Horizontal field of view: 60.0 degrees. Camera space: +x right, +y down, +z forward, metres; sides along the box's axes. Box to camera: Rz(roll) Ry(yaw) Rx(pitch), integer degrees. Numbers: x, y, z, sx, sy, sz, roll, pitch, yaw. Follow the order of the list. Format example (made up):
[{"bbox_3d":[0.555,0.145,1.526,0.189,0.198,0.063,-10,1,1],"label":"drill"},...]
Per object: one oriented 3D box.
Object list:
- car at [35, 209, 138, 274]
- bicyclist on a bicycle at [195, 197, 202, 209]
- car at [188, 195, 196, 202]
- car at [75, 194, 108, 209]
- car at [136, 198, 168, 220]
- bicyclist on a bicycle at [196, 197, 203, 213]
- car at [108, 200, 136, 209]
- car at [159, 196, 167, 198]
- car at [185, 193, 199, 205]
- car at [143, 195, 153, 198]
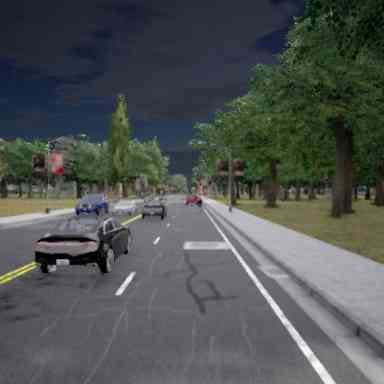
[{"bbox_3d":[-3.151,1.498,10.540,2.128,1.511,4.902,0,0,0],"label":"car"},{"bbox_3d":[0.910,1.472,44.967,0.866,1.612,1.509,0,0,0],"label":"bicyclist on a bicycle"},{"bbox_3d":[-0.001,1.541,76.203,1.882,1.535,5.008,0,0,0],"label":"car"},{"bbox_3d":[-9.847,1.247,33.345,2.150,2.045,5.566,0,0,0],"label":"car"},{"bbox_3d":[-3.150,1.513,28.724,2.128,1.511,4.902,0,0,0],"label":"car"},{"bbox_3d":[0.893,1.399,35.615,0.659,1.776,1.843,0,0,0],"label":"bicyclist on a bicycle"},{"bbox_3d":[-6.595,1.551,32.892,1.812,1.442,4.674,0,0,0],"label":"car"},{"bbox_3d":[-6.501,1.543,74.330,2.033,1.411,5.357,0,0,0],"label":"car"},{"bbox_3d":[0.015,1.271,59.545,2.150,2.045,5.566,0,0,1],"label":"car"},{"bbox_3d":[-9.751,1.528,74.329,2.128,1.511,4.902,0,0,0],"label":"car"}]
